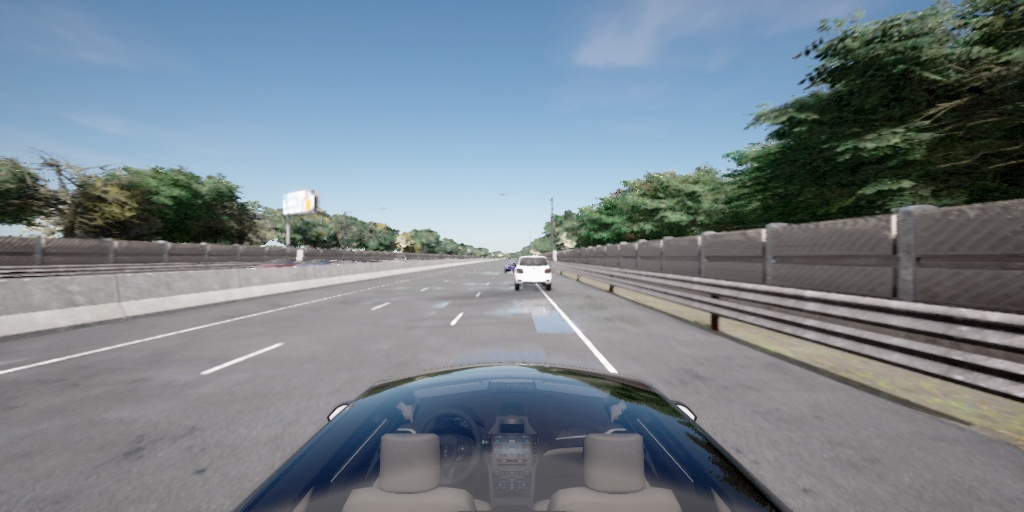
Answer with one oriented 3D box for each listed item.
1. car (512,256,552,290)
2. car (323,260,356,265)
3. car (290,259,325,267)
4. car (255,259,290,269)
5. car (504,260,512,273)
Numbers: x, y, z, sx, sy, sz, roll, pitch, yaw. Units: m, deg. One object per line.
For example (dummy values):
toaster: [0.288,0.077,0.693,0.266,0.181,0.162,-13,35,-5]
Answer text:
car: [1.221,0.994,22.575,2.150,2.045,5.566,0,0,0]
car: [-17.519,1.322,37.717,1.812,1.442,4.674,0,1,0]
car: [-21.030,1.151,38.331,2.097,1.767,4.553,0,-1,1]
car: [-24.521,1.151,37.425,2.097,1.767,4.553,0,-1,1]
car: [0.024,1.413,44.090,1.895,1.301,4.718,0,0,0]
